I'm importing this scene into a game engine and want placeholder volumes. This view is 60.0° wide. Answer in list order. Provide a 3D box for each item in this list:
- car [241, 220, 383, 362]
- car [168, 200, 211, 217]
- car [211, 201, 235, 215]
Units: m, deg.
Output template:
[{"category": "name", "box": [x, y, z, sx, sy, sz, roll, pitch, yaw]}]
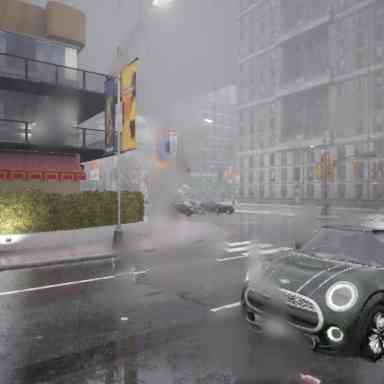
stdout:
[{"category": "car", "box": [3.051, 1.352, 6.022, 4.553, 1.767, 2.097, 0, 0, -34]}, {"category": "car", "box": [-0.598, 1.526, 32.112, 1.812, 1.442, 4.674, 0, 0, -35]}, {"category": "car", "box": [2.251, 1.601, 34.143, 1.895, 1.301, 4.718, 0, 0, -35]}]
